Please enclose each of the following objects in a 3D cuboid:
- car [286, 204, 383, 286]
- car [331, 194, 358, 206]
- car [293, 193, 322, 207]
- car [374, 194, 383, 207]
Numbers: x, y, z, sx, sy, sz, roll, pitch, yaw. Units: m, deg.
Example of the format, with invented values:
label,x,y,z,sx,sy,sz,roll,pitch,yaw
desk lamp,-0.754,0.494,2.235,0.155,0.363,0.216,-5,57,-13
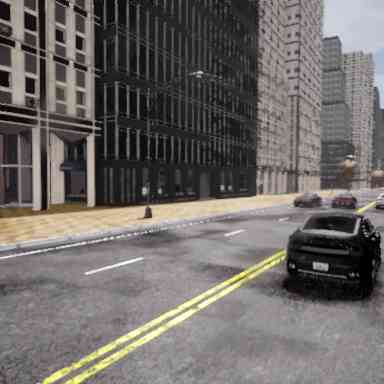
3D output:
label,x,y,z,sx,sy,sz,roll,pitch,yaw
car,4.014,1.300,9.024,1.837,1.490,4.892,2,1,33
car,15.035,0.870,32.594,1.994,1.385,4.181,2,2,33
car,11.748,0.779,33.501,2.033,1.411,5.357,2,2,33
car,19.567,0.878,33.318,1.812,1.442,4.674,2,2,33
